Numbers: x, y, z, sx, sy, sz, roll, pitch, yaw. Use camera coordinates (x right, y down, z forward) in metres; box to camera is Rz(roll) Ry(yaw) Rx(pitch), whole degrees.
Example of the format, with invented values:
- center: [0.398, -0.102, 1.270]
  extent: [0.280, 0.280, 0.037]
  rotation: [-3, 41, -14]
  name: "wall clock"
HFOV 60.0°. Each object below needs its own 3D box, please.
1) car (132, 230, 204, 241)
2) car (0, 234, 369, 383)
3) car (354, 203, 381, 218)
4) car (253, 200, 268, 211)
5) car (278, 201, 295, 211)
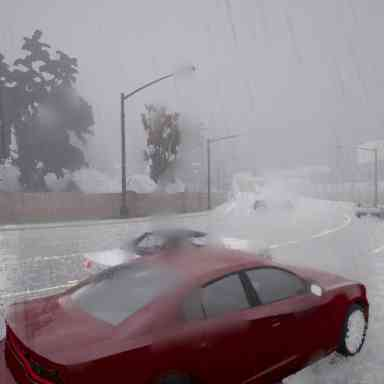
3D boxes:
- center: [-0.106, 1.609, 8.211]
  extent: [4.718, 1.301, 1.895]
  rotation: [0, 0, -40]
  name: "car"
- center: [0.380, 1.479, 4.270]
  extent: [5.008, 1.535, 1.882]
  rotation: [0, 0, -37]
  name: "car"
- center: [16.688, 1.698, 31.903]
  extent: [1.895, 1.301, 4.718]
  rotation: [-1, 0, 22]
  name: "car"
- center: [9.731, 1.871, 47.430]
  extent: [2.033, 1.411, 5.357]
  rotation: [-1, -1, 9]
  name: "car"
- center: [13.021, 1.871, 45.952]
  extent: [1.895, 1.301, 4.718]
  rotation: [-1, -1, 10]
  name: "car"
